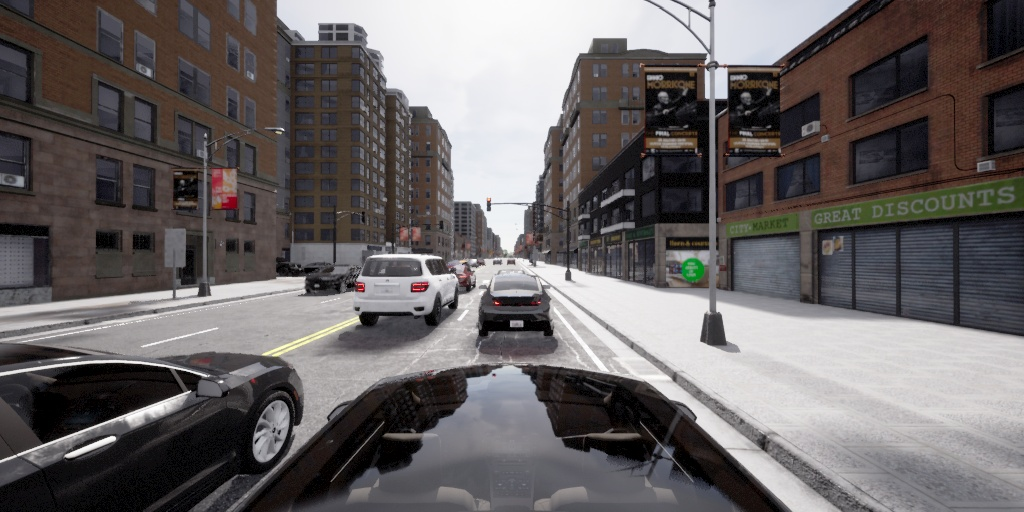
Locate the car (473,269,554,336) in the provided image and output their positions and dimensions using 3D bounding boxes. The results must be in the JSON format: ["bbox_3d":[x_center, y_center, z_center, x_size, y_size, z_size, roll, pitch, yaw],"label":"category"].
[{"bbox_3d":[0.085,1.256,10.348,1.837,1.490,4.892,0,0,0],"label":"car"}]

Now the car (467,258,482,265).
[{"bbox_3d":[-6.699,1.266,60.132,2.128,1.511,4.902,0,0,0],"label":"car"}]

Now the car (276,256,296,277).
[{"bbox_3d":[-23.555,0.973,35.212,5.566,2.045,2.150,0,0,0],"label":"car"}]

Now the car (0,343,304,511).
[{"bbox_3d":[-3.153,1.255,1.903,1.837,1.490,4.892,0,0,0],"label":"car"}]

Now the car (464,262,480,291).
[{"bbox_3d":[-3.248,1.279,21.556,1.812,1.442,4.674,0,0,0],"label":"car"}]

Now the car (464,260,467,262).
[{"bbox_3d":[-6.680,1.287,41.678,1.812,1.442,4.674,0,0,0],"label":"car"}]

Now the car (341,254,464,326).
[{"bbox_3d":[-3.173,0.972,11.856,2.150,2.045,5.566,0,0,1],"label":"car"}]

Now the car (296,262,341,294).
[{"bbox_3d":[-9.888,1.230,20.658,1.882,1.535,5.008,0,0,0],"label":"car"}]

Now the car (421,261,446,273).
[{"bbox_3d":[-9.940,1.312,45.645,2.033,1.411,5.357,0,0,0],"label":"car"}]
